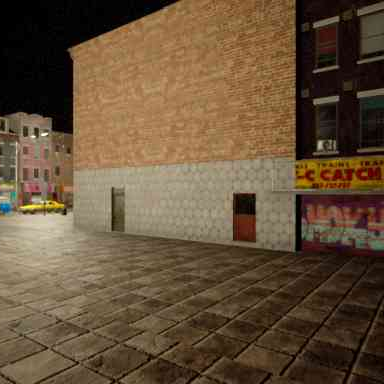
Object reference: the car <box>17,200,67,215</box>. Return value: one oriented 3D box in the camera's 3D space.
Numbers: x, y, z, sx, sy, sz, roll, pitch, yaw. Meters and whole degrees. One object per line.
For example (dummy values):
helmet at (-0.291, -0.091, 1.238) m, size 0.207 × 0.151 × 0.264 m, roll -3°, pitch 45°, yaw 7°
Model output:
car at (-15.331, 1.517, 34.184) m, size 1.752 × 1.417 × 4.829 m, roll 0°, pitch 0°, yaw 36°

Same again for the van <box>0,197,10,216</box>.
van at (-18.511, 1.337, 29.768) m, size 1.690 × 1.788 × 3.998 m, roll 0°, pitch 0°, yaw 36°
